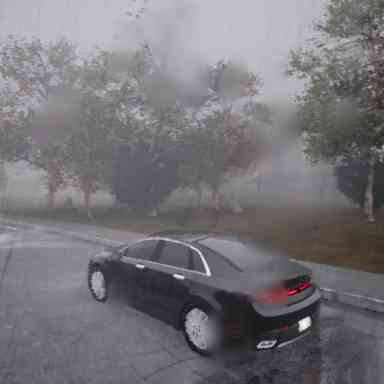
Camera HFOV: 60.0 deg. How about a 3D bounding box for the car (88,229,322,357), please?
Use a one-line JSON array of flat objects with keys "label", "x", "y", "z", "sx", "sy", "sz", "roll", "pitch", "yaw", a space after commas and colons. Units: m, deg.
[{"label": "car", "x": -0.184, "y": 1.441, "z": 6.079, "sx": 1.837, "sy": 1.490, "sz": 4.892, "roll": -1, "pitch": 1, "yaw": -43}]
